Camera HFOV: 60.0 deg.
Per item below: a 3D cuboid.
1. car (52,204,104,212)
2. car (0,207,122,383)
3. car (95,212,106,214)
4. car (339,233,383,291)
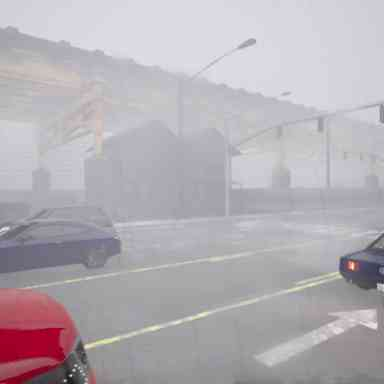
[{"bbox_3d":[-5.340,1.334,13.054,4.553,1.767,2.097,0,0,-35],"label":"car"},{"bbox_3d":[-3.233,1.230,1.437,5.566,2.045,2.150,0,0,-36],"label":"car"},{"bbox_3d":[-4.317,1.515,9.485,4.674,1.442,1.812,0,0,-36],"label":"car"},{"bbox_3d":[5.524,1.550,7.683,4.718,1.301,1.895,0,0,-35],"label":"car"}]
